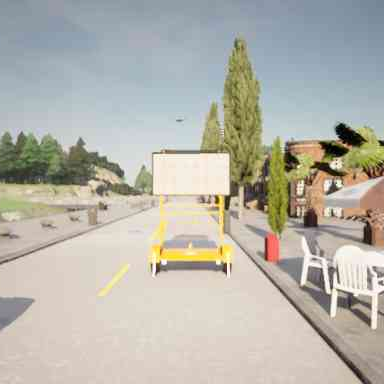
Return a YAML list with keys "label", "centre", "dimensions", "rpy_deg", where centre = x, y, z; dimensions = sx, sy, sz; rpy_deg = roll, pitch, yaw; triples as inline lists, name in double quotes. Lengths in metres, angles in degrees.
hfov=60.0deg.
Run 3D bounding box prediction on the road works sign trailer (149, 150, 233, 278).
- label: "road works sign trailer"
  centre: [-0.024, 0.516, 10.293]
  dimensions: [2.380, 3.560, 2.880]
  rpy_deg: [0, 0, 0]
